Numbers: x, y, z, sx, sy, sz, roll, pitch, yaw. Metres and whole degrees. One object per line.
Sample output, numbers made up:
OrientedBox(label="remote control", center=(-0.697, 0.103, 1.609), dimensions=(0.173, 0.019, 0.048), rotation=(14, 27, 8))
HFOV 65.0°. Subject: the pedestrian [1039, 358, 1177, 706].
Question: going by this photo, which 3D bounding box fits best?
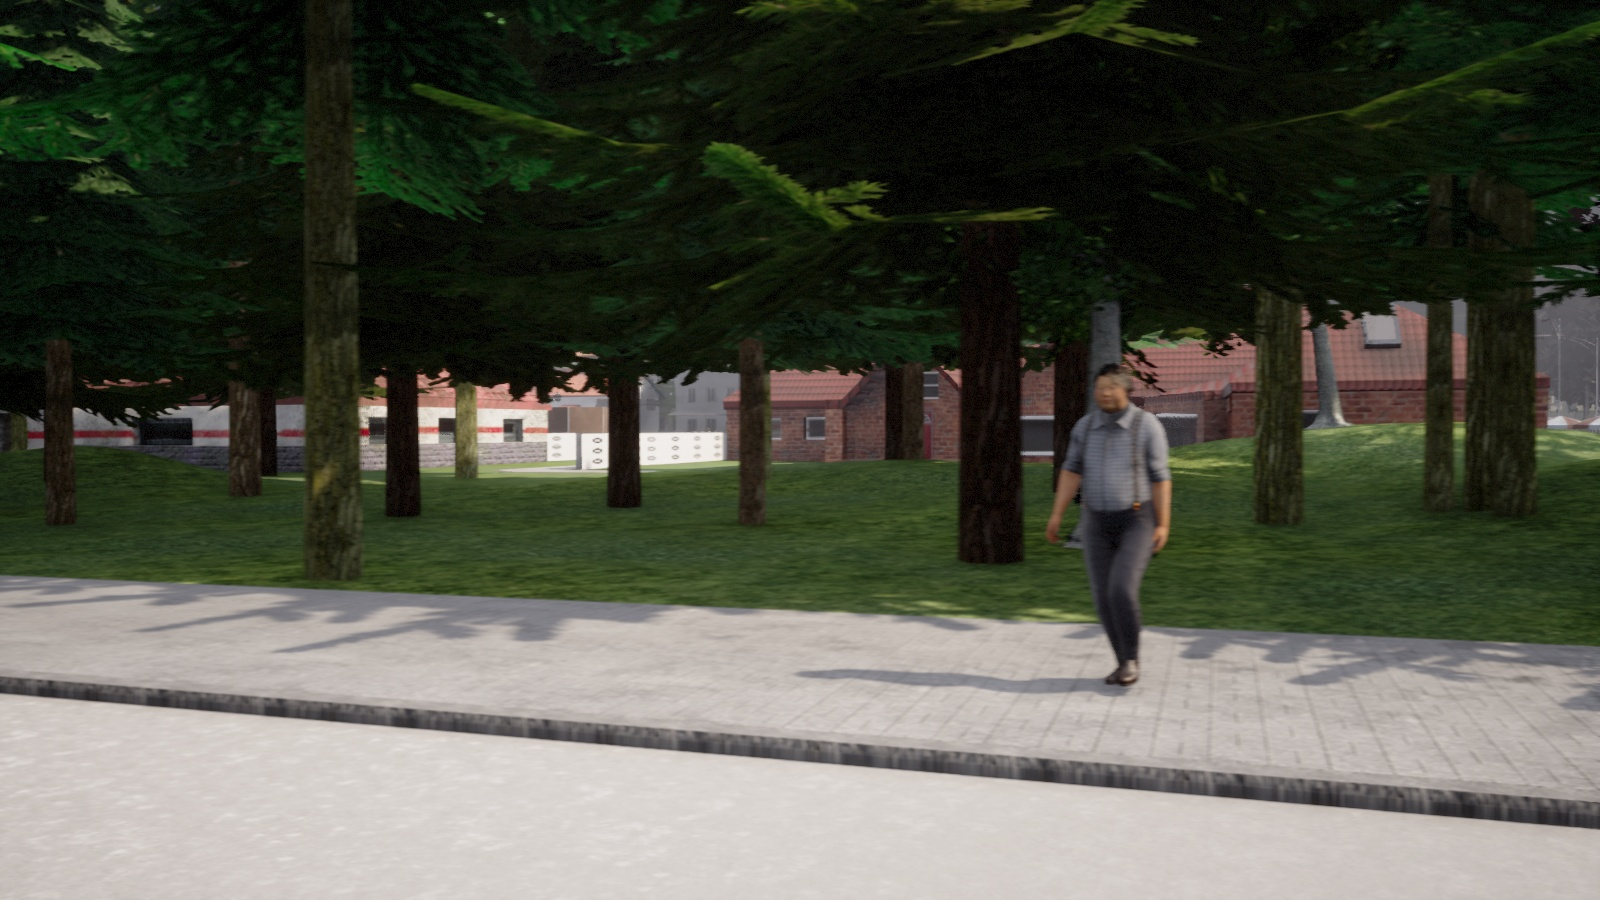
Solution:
OrientedBox(label="pedestrian", center=(1.745, 0.429, 7.084), dimensions=(0.540, 1.848, 0.694), rotation=(1, 1, 33))
